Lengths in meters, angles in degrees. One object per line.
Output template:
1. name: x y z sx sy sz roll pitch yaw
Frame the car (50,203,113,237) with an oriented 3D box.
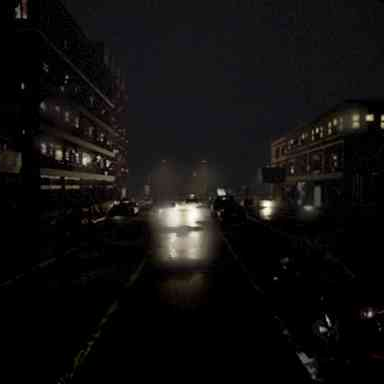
1. car: -5.711 1.357 17.158 1.967 1.590 4.097 -1 0 0

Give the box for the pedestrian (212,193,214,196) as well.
1. pedestrian: 2.976 1.067 46.823 0.375 1.860 0.375 -1 1 -3

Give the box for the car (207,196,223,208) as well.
1. car: 2.977 1.293 43.889 1.837 1.490 4.892 0 0 0

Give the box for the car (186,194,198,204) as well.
1. car: -0.029 1.219 56.073 2.128 1.511 4.902 0 0 0

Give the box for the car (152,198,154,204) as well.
1. car: -5.729 1.268 56.900 1.887 1.381 4.507 -1 0 0

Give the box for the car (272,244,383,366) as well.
1. car: 2.677 1.538 5.779 1.947 1.339 4.313 -1 0 0

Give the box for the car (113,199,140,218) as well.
1. car: -5.716 1.302 28.512 1.967 1.590 4.097 -1 0 0

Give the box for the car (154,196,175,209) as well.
1. car: -3.111 1.369 40.335 1.994 1.385 4.181 0 0 0

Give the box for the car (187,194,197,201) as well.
1. car: -0.037 1.115 71.839 1.994 1.385 4.181 0 0 0

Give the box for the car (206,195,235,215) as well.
1. car: 2.663 1.177 28.487 2.192 1.841 5.009 -1 0 0

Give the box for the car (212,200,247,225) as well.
1. car: 2.669 1.456 22.812 1.947 1.339 4.313 -1 0 0
